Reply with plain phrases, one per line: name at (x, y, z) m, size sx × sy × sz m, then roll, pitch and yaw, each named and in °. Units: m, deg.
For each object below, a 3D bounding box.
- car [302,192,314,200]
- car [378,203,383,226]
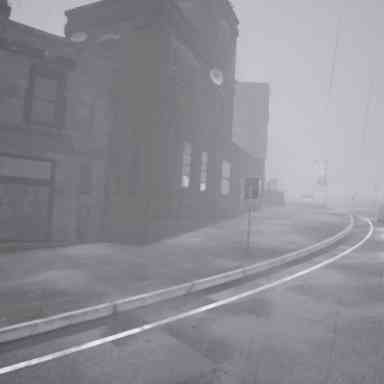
car at (21.898, 0.666, 63.003) m, size 1.994 × 1.385 × 4.181 m, roll 2°, pitch 1°, yaw 16°
car at (13.177, 1.356, 21.366) m, size 1.837 × 1.490 × 4.892 m, roll 2°, pitch 2°, yaw 24°
